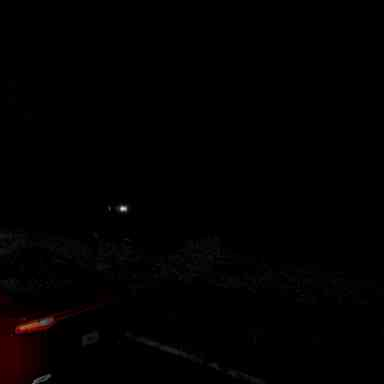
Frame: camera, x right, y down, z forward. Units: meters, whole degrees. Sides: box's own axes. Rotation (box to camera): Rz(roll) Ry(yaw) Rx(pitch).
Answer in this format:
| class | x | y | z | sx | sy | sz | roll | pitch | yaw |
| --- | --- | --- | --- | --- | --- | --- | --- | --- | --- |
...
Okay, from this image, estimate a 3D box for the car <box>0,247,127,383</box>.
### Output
| class | x | y | z | sx | sy | sz | roll | pitch | yaw |
| --- | --- | --- | --- | --- | --- | --- | --- | --- | --- |
| car | -2.969 | 1.521 | 5.086 | 4.507 | 1.381 | 1.887 | 0 | 0 | 36 |
